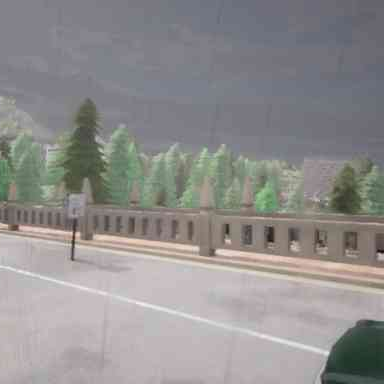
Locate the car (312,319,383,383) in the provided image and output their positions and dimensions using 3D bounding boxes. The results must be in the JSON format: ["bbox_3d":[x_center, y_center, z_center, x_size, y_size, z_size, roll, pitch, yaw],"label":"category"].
[{"bbox_3d":[3.116,1.612,1.769,4.718,1.301,1.895,0,0,36],"label":"car"}]
